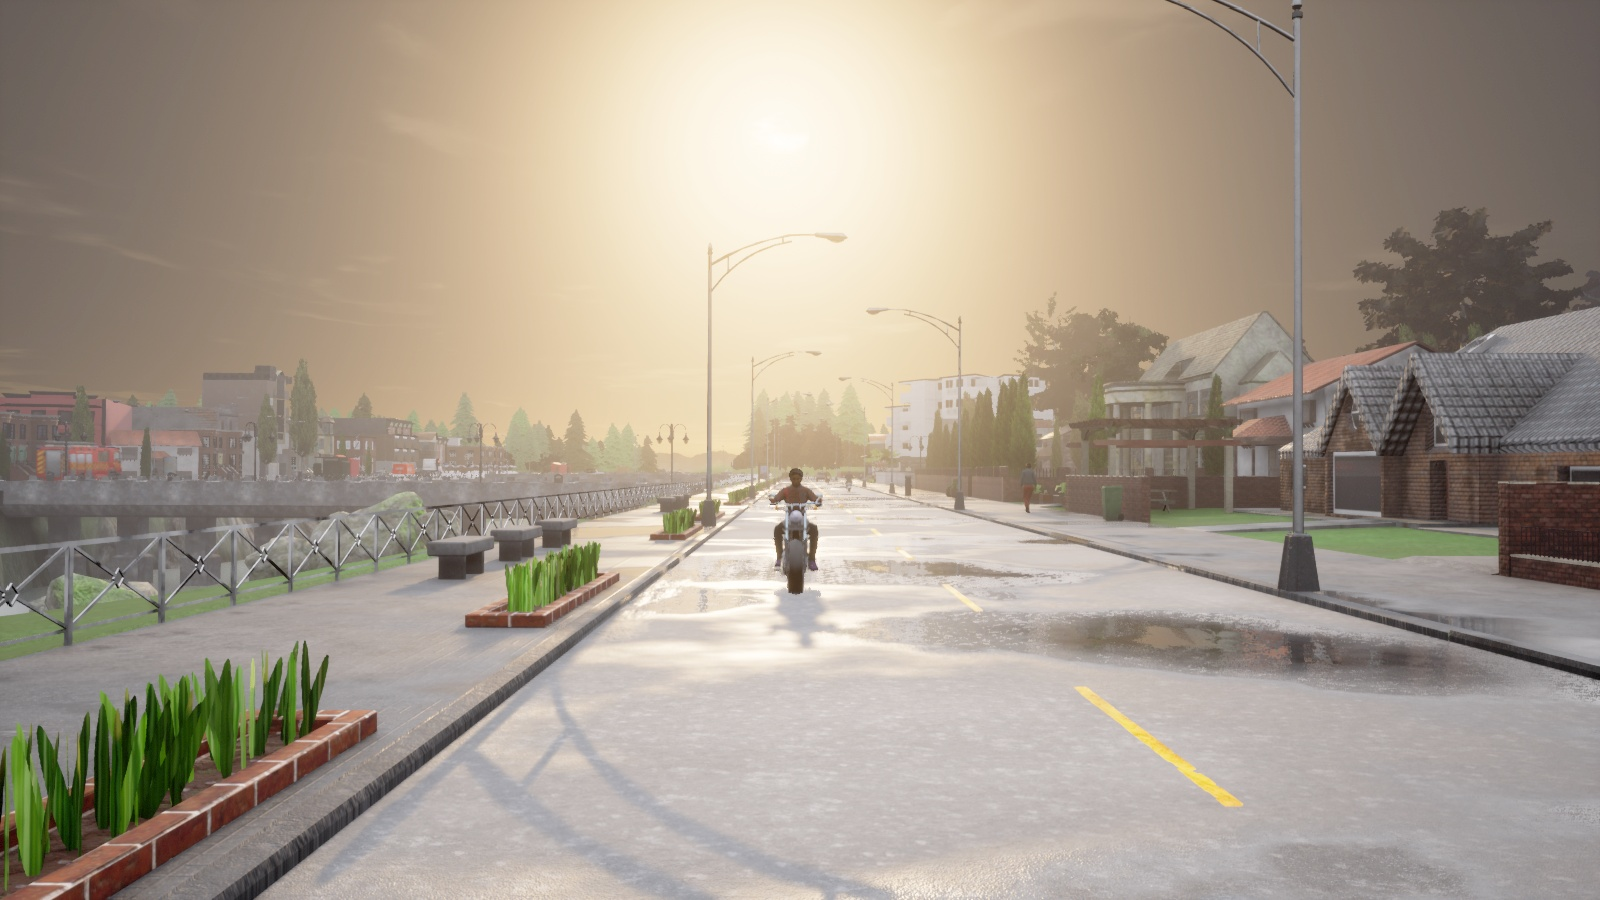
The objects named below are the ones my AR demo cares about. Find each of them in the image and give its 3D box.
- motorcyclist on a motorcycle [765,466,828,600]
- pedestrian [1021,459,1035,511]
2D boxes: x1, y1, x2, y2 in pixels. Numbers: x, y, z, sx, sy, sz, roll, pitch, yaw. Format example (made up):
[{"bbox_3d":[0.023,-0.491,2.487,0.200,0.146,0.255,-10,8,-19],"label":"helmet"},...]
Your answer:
[{"bbox_3d":[-0.045,1.044,16.670,0.766,1.649,2.350,0,-1,0],"label":"motorcyclist on a motorcycle"},{"bbox_3d":[8.074,1.236,44.408,0.353,1.847,0.614,0,-1,-1],"label":"pedestrian"}]
